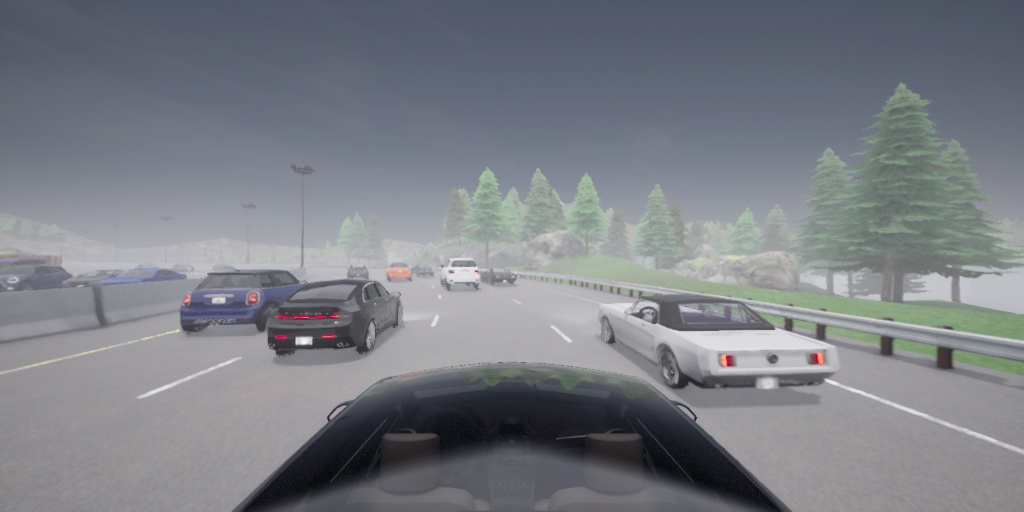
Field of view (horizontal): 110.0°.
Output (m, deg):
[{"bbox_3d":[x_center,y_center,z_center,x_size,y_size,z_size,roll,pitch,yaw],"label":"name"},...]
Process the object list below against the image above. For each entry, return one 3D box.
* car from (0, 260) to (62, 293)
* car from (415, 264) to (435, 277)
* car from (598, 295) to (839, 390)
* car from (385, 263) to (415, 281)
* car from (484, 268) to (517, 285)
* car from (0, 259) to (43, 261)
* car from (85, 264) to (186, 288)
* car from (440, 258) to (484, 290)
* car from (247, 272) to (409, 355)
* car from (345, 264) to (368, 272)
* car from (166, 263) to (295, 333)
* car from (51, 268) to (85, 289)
[{"bbox_3d":[-28.241,1.314,20.773,2.097,1.767,4.553,0,-1,-21],"label":"car"},{"bbox_3d":[-10.455,1.671,41.248,2.033,1.411,5.357,0,-1,-29],"label":"car"},{"bbox_3d":[3.193,1.394,6.907,1.895,1.301,4.718,0,-1,-4],"label":"car"},{"bbox_3d":[-10.966,1.413,34.360,2.097,1.767,4.553,0,-1,-23],"label":"car"},{"bbox_3d":[-1.238,1.598,28.709,1.895,1.301,4.718,0,-1,-19],"label":"car"},{"bbox_3d":[-32.847,1.210,23.205,2.150,2.045,5.566,0,0,-24],"label":"car"},{"bbox_3d":[-20.749,1.425,20.342,1.882,1.535,5.008,0,-1,-18],"label":"car"},{"bbox_3d":[-3.715,1.188,25.066,2.150,2.045,5.566,0,-1,-16],"label":"car"},{"bbox_3d":[-4.064,1.327,8.982,1.837,1.490,4.892,0,-1,-6],"label":"car"},{"bbox_3d":[-15.117,1.564,34.983,2.128,1.511,4.902,0,-1,-26],"label":"car"},{"bbox_3d":[-7.907,1.201,11.443,2.097,1.767,4.553,0,-1,-7],"label":"car"},{"bbox_3d":[-24.990,1.533,22.008,1.994,1.385,4.181,0,-1,-21],"label":"car"}]
